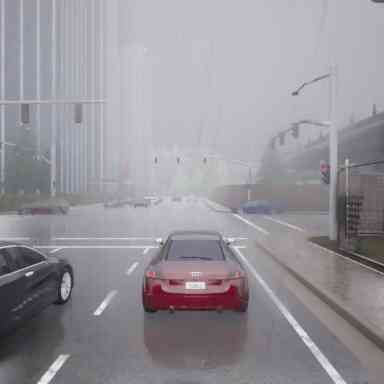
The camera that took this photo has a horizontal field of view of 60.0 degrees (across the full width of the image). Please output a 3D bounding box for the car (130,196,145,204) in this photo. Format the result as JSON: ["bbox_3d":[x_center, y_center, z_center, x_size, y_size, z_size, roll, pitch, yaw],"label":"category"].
[{"bbox_3d":[-10.556,1.547,64.911,2.033,1.411,5.357,0,0,1],"label":"car"}]

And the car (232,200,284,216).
[{"bbox_3d":[6.410,1.526,32.395,5.008,1.535,1.882,0,1,9],"label":"car"}]

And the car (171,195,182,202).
[{"bbox_3d":[-3.528,1.495,74.269,1.837,1.490,4.892,0,0,0],"label":"car"}]

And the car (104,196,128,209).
[{"bbox_3d":[-10.609,1.492,45.352,2.128,1.511,4.902,0,0,0],"label":"car"}]

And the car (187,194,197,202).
[{"bbox_3d":[-0.028,1.519,74.585,1.812,1.442,4.674,0,0,0],"label":"car"}]

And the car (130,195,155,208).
[{"bbox_3d":[-7.106,1.547,47.978,2.033,1.411,5.357,0,0,0],"label":"car"}]

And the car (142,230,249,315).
[{"bbox_3d":[0.069,1.564,7.680,1.994,1.385,4.181,0,0,0],"label":"car"}]

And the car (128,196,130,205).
[{"bbox_3d":[-10.604,1.505,54.596,1.837,1.490,4.892,0,0,0],"label":"car"}]

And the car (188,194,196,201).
[{"bbox_3d":[-0.031,1.361,84.694,1.837,1.490,4.892,0,0,0],"label":"car"}]

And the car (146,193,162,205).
[{"bbox_3d":[-7.096,1.221,58.168,2.150,2.045,5.566,0,0,1],"label":"car"}]

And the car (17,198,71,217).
[{"bbox_3d":[-14.109,1.395,31.741,4.553,1.767,2.097,0,0,0],"label":"car"}]

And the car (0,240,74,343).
[{"bbox_3d":[-3.444,1.505,5.222,1.837,1.490,4.892,0,0,0],"label":"car"}]

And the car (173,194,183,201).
[{"bbox_3d":[-3.531,1.386,84.693,2.128,1.511,4.902,0,0,0],"label":"car"}]
